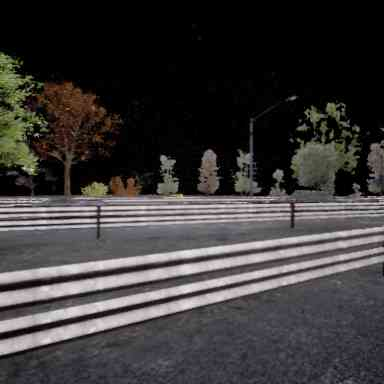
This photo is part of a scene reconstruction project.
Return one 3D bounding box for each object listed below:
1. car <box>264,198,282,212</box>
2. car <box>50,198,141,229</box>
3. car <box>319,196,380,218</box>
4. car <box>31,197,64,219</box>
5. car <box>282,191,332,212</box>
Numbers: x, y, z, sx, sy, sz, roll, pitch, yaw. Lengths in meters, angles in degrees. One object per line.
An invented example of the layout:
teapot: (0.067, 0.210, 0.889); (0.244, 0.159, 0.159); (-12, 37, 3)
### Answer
car: (9.521, 1.272, 32.558); (5.357, 1.411, 2.033); (0, 0, -23)
car: (-5.172, 1.207, 18.487); (4.674, 1.442, 1.812); (0, 0, -24)
car: (12.744, 1.248, 26.288); (4.674, 1.442, 1.812); (0, 0, -23)
car: (-9.148, 1.178, 24.375); (4.892, 1.490, 1.837); (0, 0, -24)
car: (11.157, 0.943, 29.440); (5.566, 2.045, 2.150); (0, 0, -23)
